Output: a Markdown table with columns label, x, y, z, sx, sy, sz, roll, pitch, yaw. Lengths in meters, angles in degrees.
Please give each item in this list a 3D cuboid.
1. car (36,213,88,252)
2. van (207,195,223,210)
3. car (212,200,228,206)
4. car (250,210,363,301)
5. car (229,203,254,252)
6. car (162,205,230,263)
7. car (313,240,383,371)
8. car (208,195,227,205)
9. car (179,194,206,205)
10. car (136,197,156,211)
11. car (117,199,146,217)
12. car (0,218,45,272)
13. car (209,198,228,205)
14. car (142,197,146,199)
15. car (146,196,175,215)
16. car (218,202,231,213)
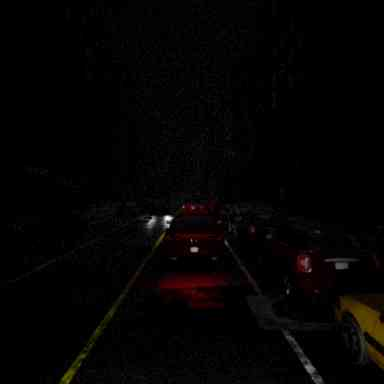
| label | x | y | z | sx | sy | sz | roll | pitch | yaw |
| --- | --- | --- | --- | --- | --- | --- | --- | --- | --- |
| car | -5.668 | 1.550 | 13.782 | 1.947 | 1.339 | 4.313 | 0 | 0 | 0 |
| van | 2.857 | 1.293 | 41.413 | 1.690 | 1.788 | 3.998 | 0 | 0 | 0 |
| car | 2.857 | 1.522 | 24.842 | 2.008 | 1.369 | 4.403 | 0 | 0 | 0 |
| car | 2.858 | 1.430 | 8.271 | 1.967 | 1.590 | 4.097 | 0 | 0 | 0 |
| car | 2.858 | 1.424 | 13.795 | 1.967 | 1.590 | 4.097 | 0 | 0 | 0 |
| car | 0.072 | 1.464 | 11.924 | 1.882 | 1.535 | 5.008 | 0 | 0 | 0 |
| car | 2.858 | 1.522 | 2.918 | 1.752 | 1.417 | 4.829 | 0 | 0 | 0 |
| car | 2.857 | 1.273 | 35.890 | 2.192 | 1.841 | 5.009 | 0 | 0 | 0 |
| car | 0.081 | 1.319 | 29.799 | 2.097 | 1.767 | 4.553 | 0 | 0 | 0 |
| car | -5.669 | 1.392 | 41.408 | 1.967 | 1.590 | 4.097 | 0 | 0 | 0 |
| car | -5.669 | 1.547 | 30.358 | 1.802 | 1.307 | 4.206 | 0 | 0 | 0 |
| car | -5.668 | 1.556 | 8.257 | 1.947 | 1.339 | 4.313 | 0 | 0 | 0 |
| car | 2.857 | 1.531 | 30.366 | 1.947 | 1.339 | 4.313 | 0 | 0 | 0 |
| car | -5.669 | 1.525 | 35.883 | 1.947 | 1.339 | 4.313 | 0 | 0 | 0 |
| car | -3.095 | 1.439 | 33.333 | 1.882 | 1.535 | 5.008 | 0 | 0 | 0 |
| car | 2.858 | 1.528 | 19.319 | 2.008 | 1.369 | 4.403 | 0 | 0 | 0 |
